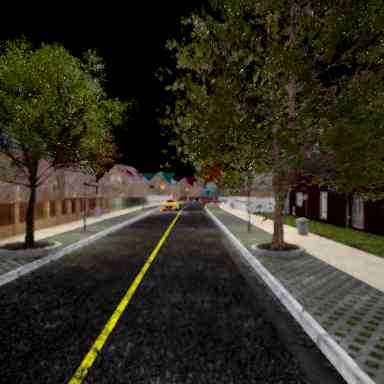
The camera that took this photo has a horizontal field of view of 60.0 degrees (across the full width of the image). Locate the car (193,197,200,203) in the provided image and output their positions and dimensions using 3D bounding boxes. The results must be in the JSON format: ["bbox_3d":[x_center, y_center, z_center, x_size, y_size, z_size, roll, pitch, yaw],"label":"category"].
[{"bbox_3d":[1.152,2.011,83.619,1.837,1.490,4.892,0,-1,1],"label":"car"}]

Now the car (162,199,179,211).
[{"bbox_3d":[-2.785,1.595,43.038,1.882,1.535,5.008,0,-1,1],"label":"car"}]
